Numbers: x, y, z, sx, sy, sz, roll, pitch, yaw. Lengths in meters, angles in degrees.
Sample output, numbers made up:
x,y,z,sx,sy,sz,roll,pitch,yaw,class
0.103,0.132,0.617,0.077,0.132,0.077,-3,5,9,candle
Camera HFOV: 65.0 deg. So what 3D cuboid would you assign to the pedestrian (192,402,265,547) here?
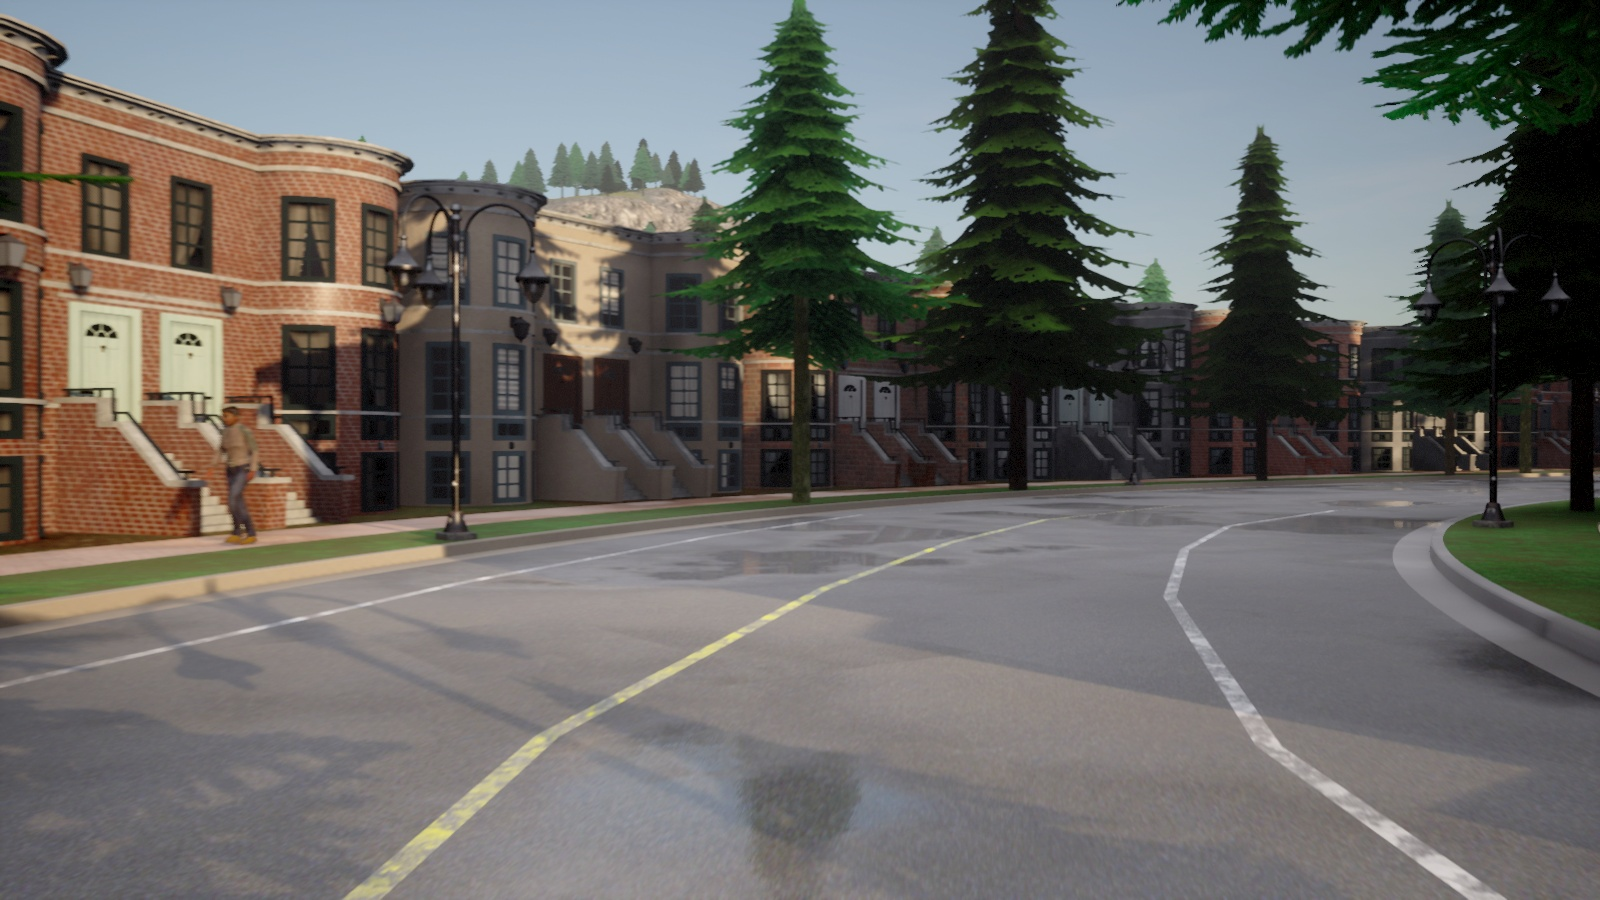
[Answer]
x,y,z,sx,sy,sz,roll,pitch,yaw,class
-7.325,0.299,16.120,0.328,1.805,0.869,0,0,22,pedestrian
